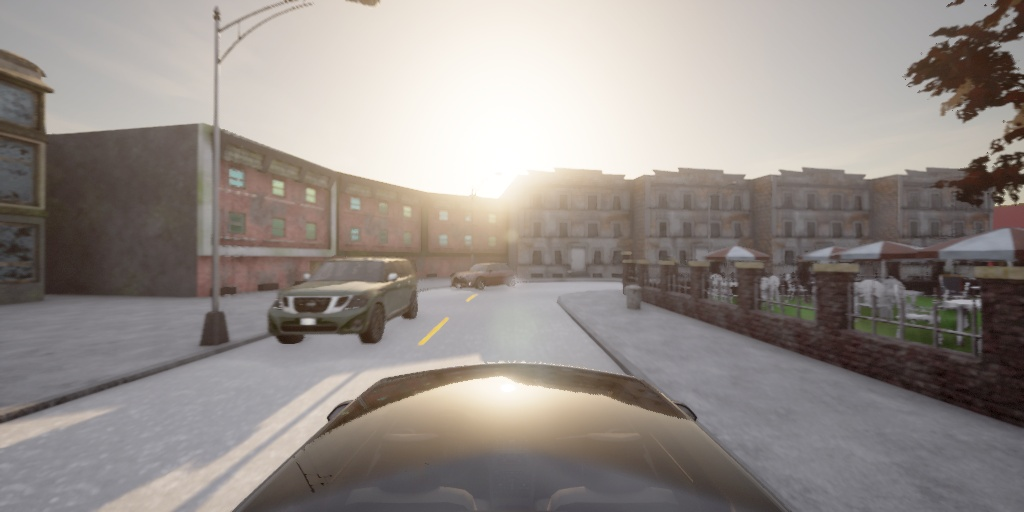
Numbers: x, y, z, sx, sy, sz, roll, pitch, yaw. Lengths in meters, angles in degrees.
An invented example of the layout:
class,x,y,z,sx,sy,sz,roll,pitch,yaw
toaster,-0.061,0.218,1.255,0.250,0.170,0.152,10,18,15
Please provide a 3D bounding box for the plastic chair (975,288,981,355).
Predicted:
class,x,y,z,sx,sy,sz,roll,pitch,yaw
plastic chair,9.063,1.304,6.498,0.730,1.272,0.750,0,0,-40

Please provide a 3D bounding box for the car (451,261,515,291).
class,x,y,z,sx,sy,sz,roll,pitch,yaw
car,-1.830,1.240,23.639,2.097,1.767,4.553,0,0,39

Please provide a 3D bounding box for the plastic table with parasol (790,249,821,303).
class,x,y,z,sx,sy,sz,roll,pitch,yaw
plastic table with parasol,13.613,0.826,15.137,2.482,2.480,2.482,0,0,-40

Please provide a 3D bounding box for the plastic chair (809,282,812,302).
class,x,y,z,sx,sy,sz,roll,pitch,yaw
plastic chair,12.582,1.425,14.394,0.730,1.272,0.750,0,0,-40

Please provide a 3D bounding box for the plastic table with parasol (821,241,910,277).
class,x,y,z,sx,sy,sz,roll,pitch,yaw
plastic table with parasol,11.667,0.770,11.269,2.482,2.480,2.482,0,0,-40

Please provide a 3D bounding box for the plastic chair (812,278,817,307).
class,x,y,z,sx,sy,sz,roll,pitch,yaw
plastic chair,10.934,1.388,12.290,0.750,1.272,0.730,0,0,-40

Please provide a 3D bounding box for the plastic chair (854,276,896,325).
class,x,y,z,sx,sy,sz,roll,pitch,yaw
plastic chair,10.646,1.334,10.555,0.730,1.272,0.750,0,0,-39

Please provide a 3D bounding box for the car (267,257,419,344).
class,x,y,z,sx,sy,sz,roll,pitch,yaw
car,-4.212,1.025,10.100,2.150,2.045,5.566,0,-1,-1

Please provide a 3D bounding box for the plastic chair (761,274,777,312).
class,x,y,z,sx,sy,sz,roll,pitch,yaw
plastic chair,9.334,1.417,13.590,0.750,1.272,0.730,0,0,5

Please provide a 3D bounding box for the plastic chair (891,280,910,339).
class,x,y,z,sx,sy,sz,roll,pitch,yaw
plastic chair,9.350,1.291,8.256,0.750,1.272,0.730,0,0,-39

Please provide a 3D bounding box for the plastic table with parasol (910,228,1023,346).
class,x,y,z,sx,sy,sz,roll,pitch,yaw
plastic table with parasol,10.050,0.671,7.221,2.482,2.480,2.482,0,0,-38

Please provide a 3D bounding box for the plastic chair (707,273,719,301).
class,x,y,z,sx,sy,sz,roll,pitch,yaw
plastic chair,8.002,1.427,15.009,0.730,1.272,0.750,0,0,0

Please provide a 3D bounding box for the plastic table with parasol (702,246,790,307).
class,x,y,z,sx,sy,sz,roll,pitch,yaw
plastic table with parasol,9.264,0.823,14.917,2.482,2.480,2.482,0,0,0
